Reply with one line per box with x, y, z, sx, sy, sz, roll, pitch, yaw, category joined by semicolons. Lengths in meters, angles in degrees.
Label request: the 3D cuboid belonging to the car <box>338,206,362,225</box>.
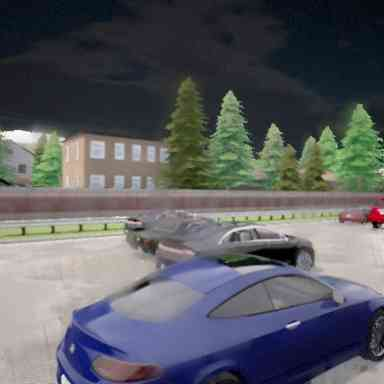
13.420;1.780;26.202;4.181;1.385;1.994;1;0;-35;car

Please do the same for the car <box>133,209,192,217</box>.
-0.836;1.562;16.043;4.902;1.511;2.128;1;0;-35;car

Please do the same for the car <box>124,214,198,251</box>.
0.083;1.660;12.400;4.718;1.301;1.895;1;0;-35;car

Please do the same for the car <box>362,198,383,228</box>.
14.170;1.424;22.439;5.566;2.045;2.150;1;0;-35;car

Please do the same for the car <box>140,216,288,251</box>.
1.359;1.543;9.012;4.902;1.511;2.128;1;0;-35;car

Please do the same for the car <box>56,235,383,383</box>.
0.762;1.551;4.304;4.674;1.442;1.812;1;0;-36;car
